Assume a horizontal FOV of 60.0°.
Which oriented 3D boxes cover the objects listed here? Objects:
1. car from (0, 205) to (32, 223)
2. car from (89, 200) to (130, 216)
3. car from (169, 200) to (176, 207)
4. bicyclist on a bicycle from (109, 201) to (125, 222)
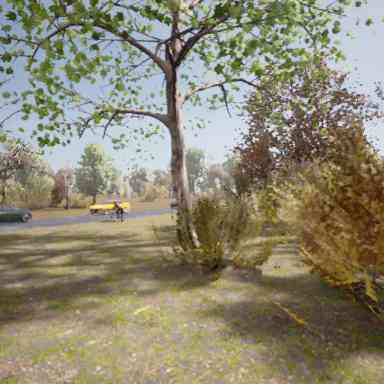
[{"bbox_3d":[-13.906,1.652,24.256,1.994,1.385,4.181,0,0,27],"label":"car"},{"bbox_3d":[-8.553,1.592,34.807,1.882,1.535,5.008,0,1,27],"label":"car"},{"bbox_3d":[-1.487,1.624,48.652,1.882,1.535,5.008,0,-1,27],"label":"car"},{"bbox_3d":[-5.879,1.528,26.043,1.656,1.620,0.582,0,0,27],"label":"bicyclist on a bicycle"}]
